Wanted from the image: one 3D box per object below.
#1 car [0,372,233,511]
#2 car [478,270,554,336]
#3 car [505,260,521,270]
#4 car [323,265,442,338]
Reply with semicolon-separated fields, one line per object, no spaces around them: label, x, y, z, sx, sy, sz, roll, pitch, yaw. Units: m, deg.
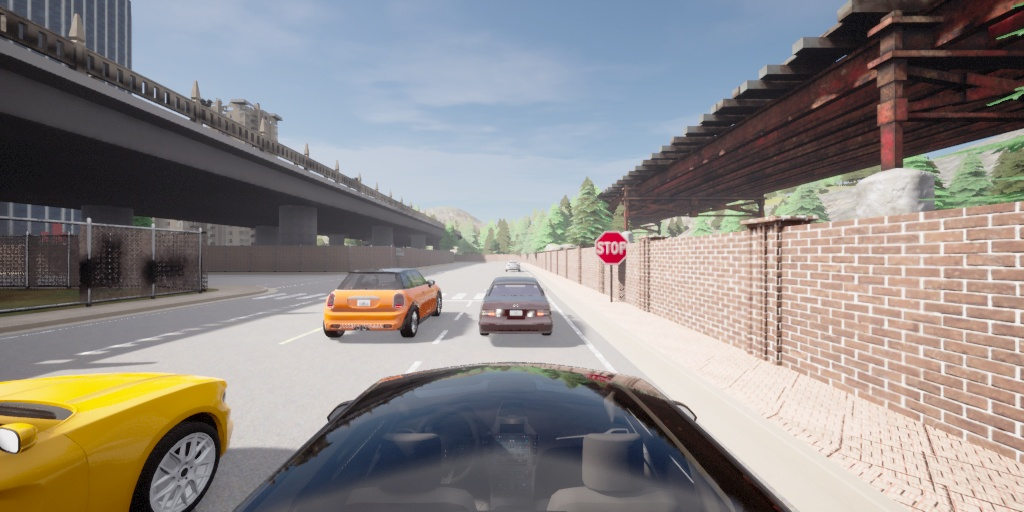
car;-3.398;1.228;1.114;1.882;1.535;5.008;0;0;0
car;0.090;1.297;10.390;2.033;1.411;5.357;0;0;0
car;0.125;1.276;46.264;1.812;1.442;4.674;0;0;-1
car;-3.411;1.102;10.371;2.097;1.767;4.553;0;0;0
